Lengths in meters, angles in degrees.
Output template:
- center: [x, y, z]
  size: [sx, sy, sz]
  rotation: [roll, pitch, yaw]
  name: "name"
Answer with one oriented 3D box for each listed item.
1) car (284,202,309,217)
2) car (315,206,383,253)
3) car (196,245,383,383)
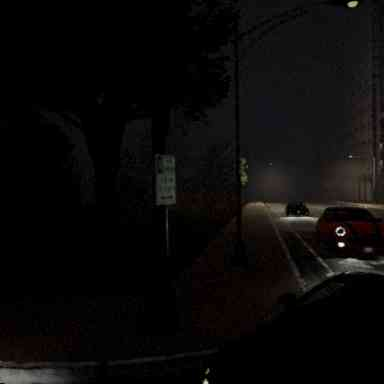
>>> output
- center: [10.126, 1.640, 32.402]
  size: [1.994, 1.385, 4.181]
  rotation: [-1, 0, 11]
  name: "car"
- center: [6.443, 1.400, 13.573]
  size: [2.097, 1.767, 4.553]
  rotation: [-1, 0, 11]
  name: "car"
- center: [1.916, 1.605, 3.331]
  size: [4.181, 1.385, 1.994]
  rotation: [1, 1, -41]
  name: "car"
